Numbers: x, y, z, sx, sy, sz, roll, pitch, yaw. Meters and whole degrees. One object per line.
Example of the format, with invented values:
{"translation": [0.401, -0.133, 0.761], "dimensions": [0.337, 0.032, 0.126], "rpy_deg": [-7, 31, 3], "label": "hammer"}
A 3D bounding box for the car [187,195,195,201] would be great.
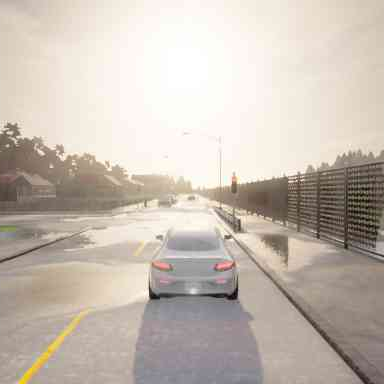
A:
{"translation": [-0.190, 1.478, 86.391], "dimensions": [1.882, 1.535, 5.008], "rpy_deg": [0, 0, 0], "label": "car"}

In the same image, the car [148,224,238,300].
{"translation": [0.037, 1.526, 8.268], "dimensions": [1.812, 1.442, 4.674], "rpy_deg": [0, 0, 0], "label": "car"}

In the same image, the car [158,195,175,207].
{"translation": [-4.205, 1.478, 51.810], "dimensions": [1.882, 1.535, 5.008], "rpy_deg": [0, 0, 0], "label": "car"}

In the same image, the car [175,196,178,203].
{"translation": [-4.195, 1.352, 61.740], "dimensions": [2.097, 1.767, 4.553], "rpy_deg": [0, 0, 0], "label": "car"}

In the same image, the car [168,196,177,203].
{"translation": [-4.153, 1.524, 71.654], "dimensions": [1.812, 1.442, 4.674], "rpy_deg": [0, 0, 0], "label": "car"}
